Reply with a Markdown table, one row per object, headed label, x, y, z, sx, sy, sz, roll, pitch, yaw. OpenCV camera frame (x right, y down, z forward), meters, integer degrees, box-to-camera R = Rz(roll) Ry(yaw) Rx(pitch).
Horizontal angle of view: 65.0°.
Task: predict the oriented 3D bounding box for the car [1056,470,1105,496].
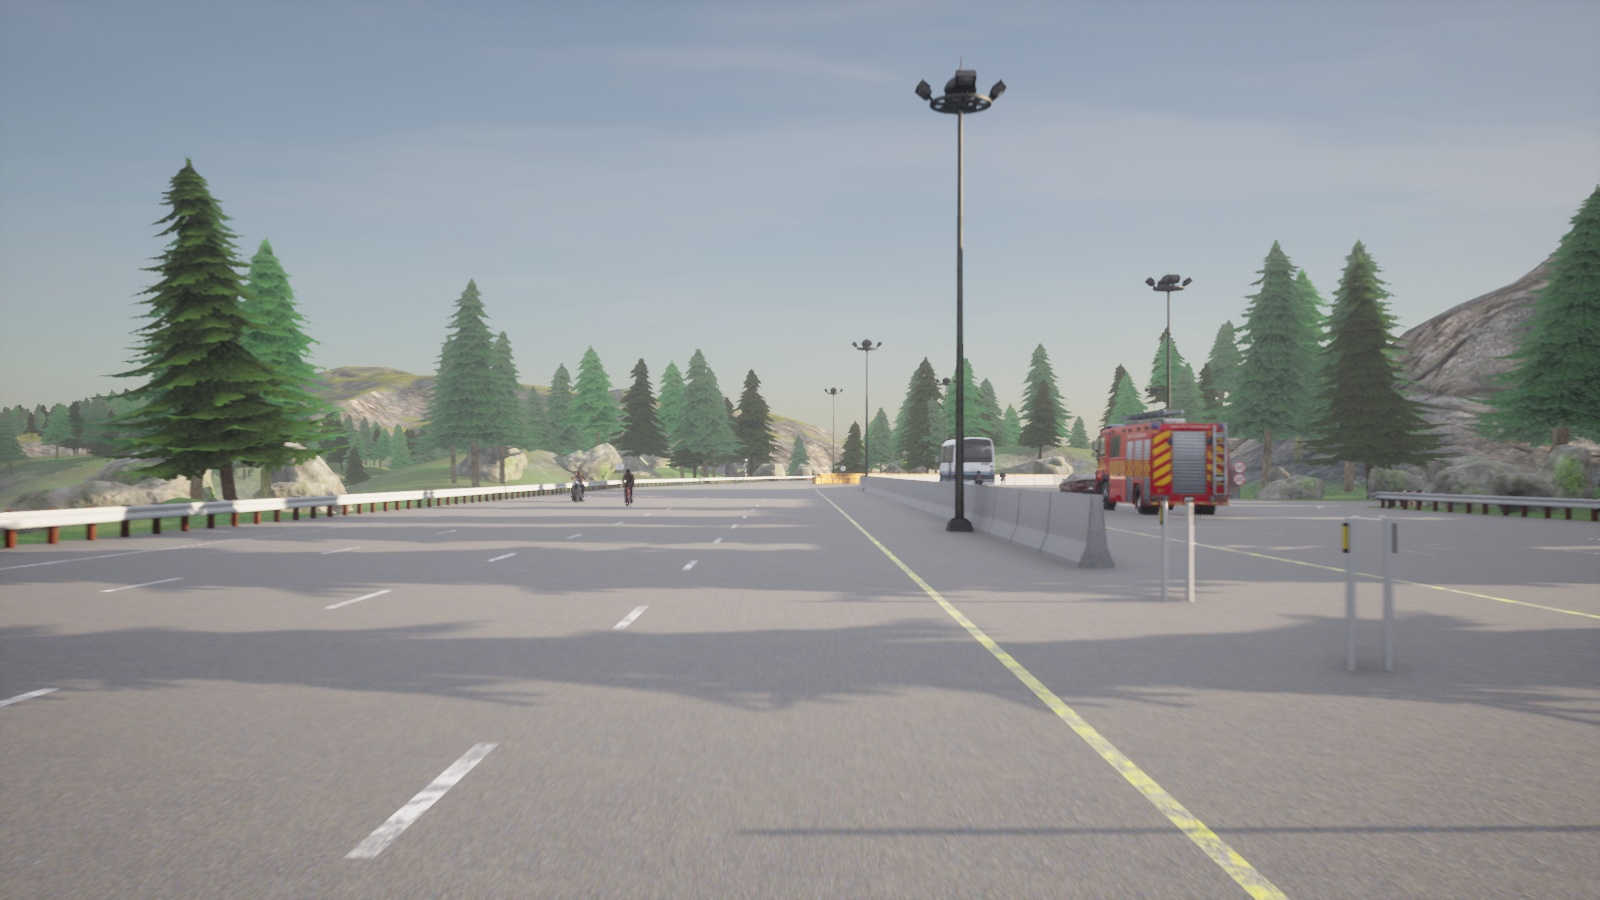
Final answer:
| label | x | y | z | sx | sy | sz | roll | pitch | yaw |
| --- | --- | --- | --- | --- | --- | --- | --- | --- | --- |
| car | 17.244 | 2.013 | 77.330 | 1.882 | 1.535 | 5.008 | 0 | -1 | 0 |

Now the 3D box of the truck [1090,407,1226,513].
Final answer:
| label | x | y | z | sx | sy | sz | roll | pitch | yaw |
| --- | --- | --- | --- | --- | --- | --- | --- | --- | --- |
| truck | 13.876 | 0.421 | 49.523 | 2.891 | 3.827 | 8.468 | 0 | -1 | 0 |

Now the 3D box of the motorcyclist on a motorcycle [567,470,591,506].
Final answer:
| label | x | y | z | sx | sy | sz | roll | pitch | yaw |
| --- | --- | --- | --- | --- | --- | --- | --- | --- | --- |
| motorcyclist on a motorcycle | -10.670 | 1.819 | 60.635 | 0.766 | 1.649 | 2.350 | 0 | -1 | 0 |
